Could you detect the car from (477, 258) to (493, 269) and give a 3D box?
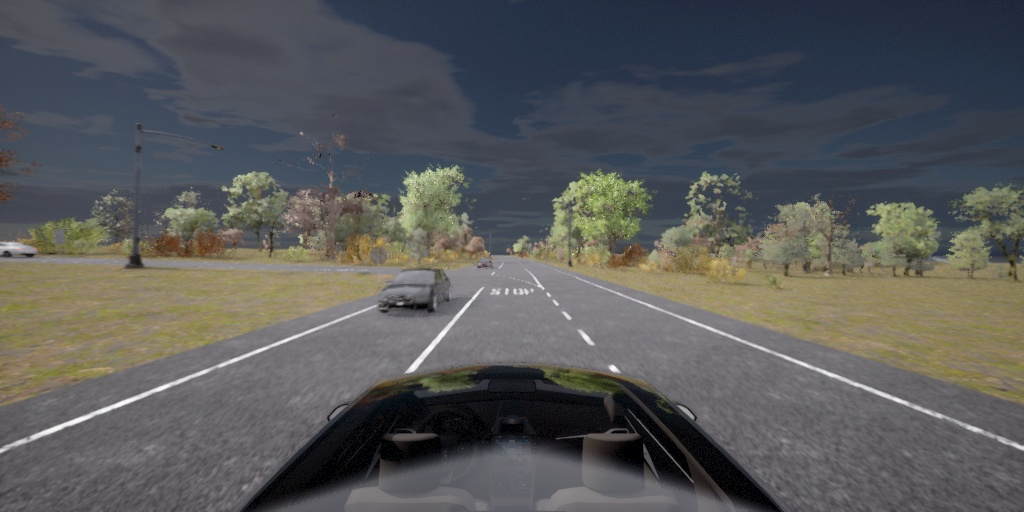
[{"bbox_3d":[-3.463,1.003,46.742,1.994,1.385,4.181,0,0,0],"label":"car"}]

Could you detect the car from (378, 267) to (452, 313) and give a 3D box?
[{"bbox_3d":[-3.475,1.214,13.613,1.837,1.490,4.892,0,0,0],"label":"car"}]

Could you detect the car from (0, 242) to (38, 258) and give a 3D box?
[{"bbox_3d":[-49.267,-0.614,34.945,4.674,1.442,1.812,2,0,0],"label":"car"}]
